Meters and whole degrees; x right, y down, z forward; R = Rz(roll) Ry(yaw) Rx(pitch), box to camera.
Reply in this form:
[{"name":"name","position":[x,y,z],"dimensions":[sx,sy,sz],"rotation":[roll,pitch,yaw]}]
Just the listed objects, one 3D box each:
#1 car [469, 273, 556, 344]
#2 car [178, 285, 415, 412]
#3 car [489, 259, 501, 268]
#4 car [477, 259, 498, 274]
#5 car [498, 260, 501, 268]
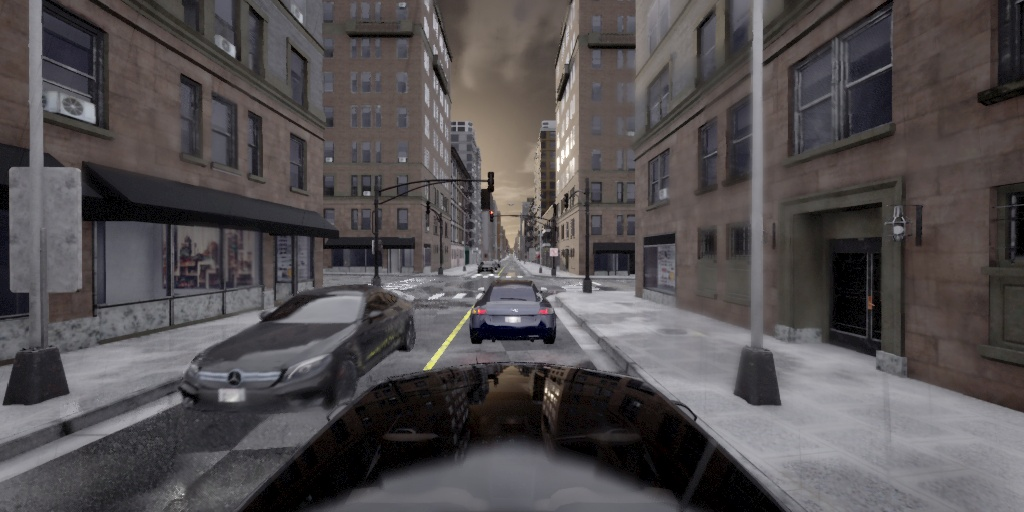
[{"name":"car","position":[0.016,1.315,9.587],"dimensions":[1.994,1.385,4.181],"rotation":[0,0,0]},{"name":"car","position":[-3.047,1.275,6.266],"dimensions":[1.812,1.442,4.674],"rotation":[0,0,1]},{"name":"car","position":[-3.016,1.321,63.263],"dimensions":[1.882,1.535,5.008],"rotation":[0,0,0]},{"name":"car","position":[-3.067,1.308,43.031],"dimensions":[1.837,1.490,4.892],"rotation":[0,0,0]},{"name":"car","position":[-3.061,1.370,52.854],"dimensions":[2.033,1.411,5.357],"rotation":[0,0,0]}]
